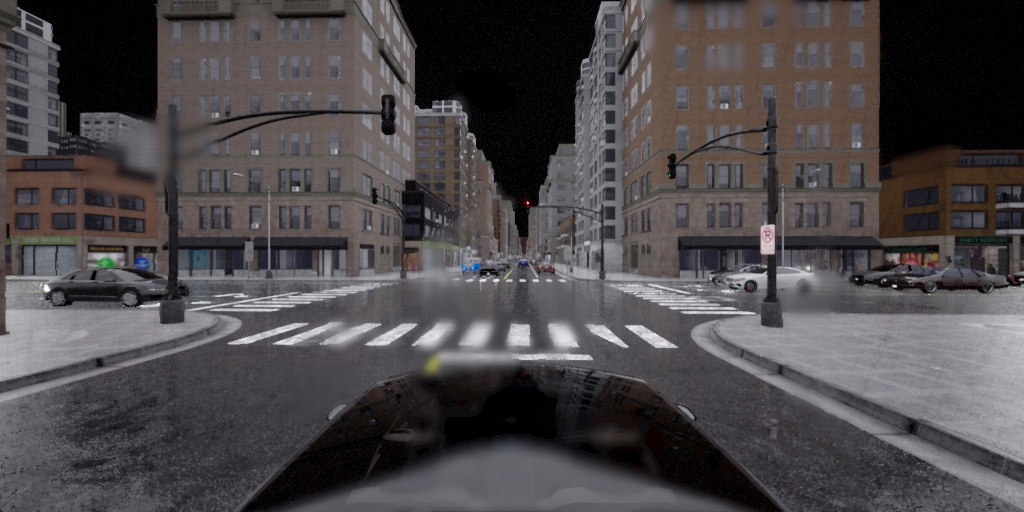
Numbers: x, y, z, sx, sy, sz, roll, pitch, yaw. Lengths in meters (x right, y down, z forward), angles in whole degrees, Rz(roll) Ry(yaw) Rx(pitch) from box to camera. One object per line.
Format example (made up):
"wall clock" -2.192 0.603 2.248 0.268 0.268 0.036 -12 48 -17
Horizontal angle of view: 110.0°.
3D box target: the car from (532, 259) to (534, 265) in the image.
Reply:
"car" 4.002 1.335 46.369 1.948 1.339 4.313 0 0 2

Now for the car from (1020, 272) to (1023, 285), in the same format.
"car" 35.045 1.357 23.196 4.181 1.385 1.994 0 0 2

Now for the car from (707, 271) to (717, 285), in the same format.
"car" 15.646 1.254 23.758 4.902 1.511 2.128 0 0 2

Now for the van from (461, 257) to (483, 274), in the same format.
"van" -4.707 1.105 41.132 1.690 1.789 3.998 0 0 2

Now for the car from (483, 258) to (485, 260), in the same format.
"car" -4.520 1.084 46.652 2.192 1.841 5.009 0 0 2

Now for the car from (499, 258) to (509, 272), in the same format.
"car" -1.785 1.333 45.831 1.994 1.385 4.181 0 0 3

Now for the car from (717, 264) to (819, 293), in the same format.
"car" 14.769 1.288 20.531 4.674 1.442 1.812 0 0 3

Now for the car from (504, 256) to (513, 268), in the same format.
"car" -1.388 1.133 57.307 2.097 1.767 4.553 0 0 3

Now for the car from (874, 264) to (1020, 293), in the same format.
"car" 24.356 1.323 20.258 5.357 1.411 2.033 0 0 2

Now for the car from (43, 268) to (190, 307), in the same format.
"car" -16.075 1.240 14.707 4.892 1.490 1.837 0 0 2

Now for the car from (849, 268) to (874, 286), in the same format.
"car" 25.063 1.281 23.489 4.892 1.490 1.837 0 0 2

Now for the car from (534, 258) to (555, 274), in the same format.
"car" 3.814 1.204 40.847 1.967 1.591 4.097 0 0 2

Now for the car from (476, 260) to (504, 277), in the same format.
"car" -2.142 1.361 35.813 1.895 1.301 4.718 0 0 2
